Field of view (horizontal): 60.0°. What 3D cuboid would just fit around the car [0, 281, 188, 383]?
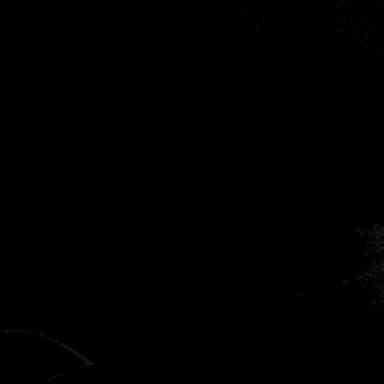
[{"bbox_3d":[-2.315,1.505,2.049,4.892,1.490,1.837,0,0,-36],"label":"car"}]
